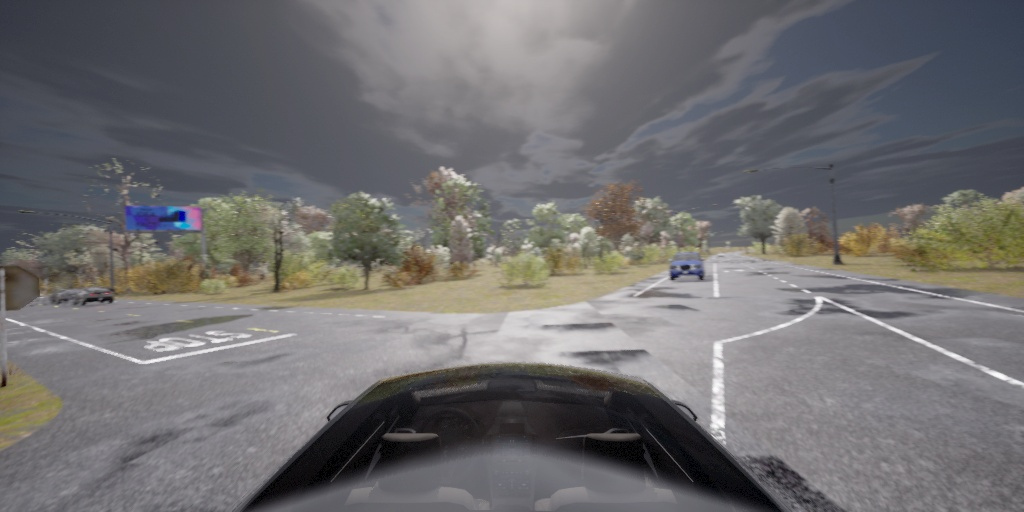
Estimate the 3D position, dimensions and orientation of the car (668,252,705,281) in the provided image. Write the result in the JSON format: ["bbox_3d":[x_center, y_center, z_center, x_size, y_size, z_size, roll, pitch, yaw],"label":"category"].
[{"bbox_3d":[13.125,0.720,26.816,2.150,2.045,5.566,-3,-1,29],"label":"car"}]

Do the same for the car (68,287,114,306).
[{"bbox_3d":[-36.885,3.521,31.584,4.892,1.490,1.837,-3,-1,31],"label":"car"}]

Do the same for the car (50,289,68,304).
[{"bbox_3d":[-45.483,4.061,36.755,5.357,1.411,2.033,-3,-1,31],"label":"car"}]
